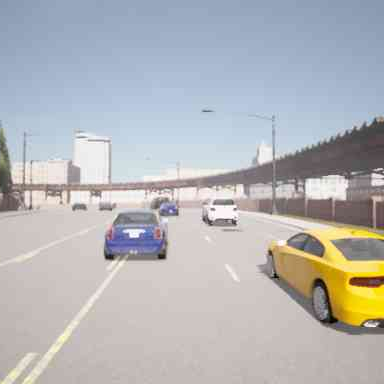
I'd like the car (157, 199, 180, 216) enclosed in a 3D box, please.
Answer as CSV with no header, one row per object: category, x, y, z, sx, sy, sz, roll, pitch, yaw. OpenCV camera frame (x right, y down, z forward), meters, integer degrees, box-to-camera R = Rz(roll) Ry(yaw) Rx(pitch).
car,-2.489,1.798,35.790,1.812,1.442,4.674,0,-1,-9

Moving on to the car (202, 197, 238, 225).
car,2.103,1.421,26.136,2.150,2.045,5.566,0,0,-4

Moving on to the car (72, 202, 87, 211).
car,-16.129,2.076,47.838,1.994,1.385,4.181,1,-2,-17

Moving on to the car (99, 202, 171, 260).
car,-2.007,1.444,13.052,2.097,1.767,4.553,0,0,-3

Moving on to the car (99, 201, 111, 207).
car,-12.139,2.030,46.885,2.033,1.411,5.357,1,-2,-16

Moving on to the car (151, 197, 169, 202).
car,-4.340,1.680,45.562,2.150,2.045,5.566,1,-2,-16

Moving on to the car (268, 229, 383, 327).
car,3.116,1.540,7.331,1.882,1.535,5.008,0,0,-3
